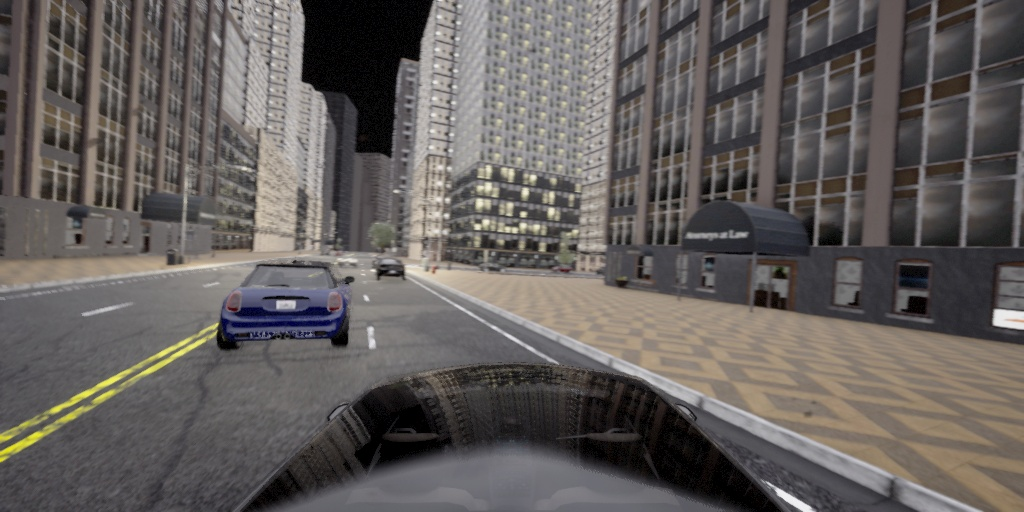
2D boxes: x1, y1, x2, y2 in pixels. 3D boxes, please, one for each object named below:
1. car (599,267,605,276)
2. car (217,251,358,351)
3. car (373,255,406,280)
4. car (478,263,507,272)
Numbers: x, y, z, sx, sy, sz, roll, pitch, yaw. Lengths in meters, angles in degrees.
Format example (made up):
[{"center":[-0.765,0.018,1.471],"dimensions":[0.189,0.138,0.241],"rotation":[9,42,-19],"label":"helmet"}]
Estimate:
[{"center":[17.702,3.139,61.549],"dimensions":[4.313,1.339,1.948],"rotation":[0,0,-24],"label":"car"},{"center":[-4.906,0.863,8.432],"dimensions":[2.097,1.767,4.553],"rotation":[3,0,-23],"label":"car"},{"center":[-8.894,0.865,26.184],"dimensions":[1.882,1.535,5.008],"rotation":[3,0,-23],"label":"car"},{"center":[-2.875,1.700,52.388],"dimensions":[4.403,1.370,2.007],"rotation":[0,0,-24],"label":"car"}]
